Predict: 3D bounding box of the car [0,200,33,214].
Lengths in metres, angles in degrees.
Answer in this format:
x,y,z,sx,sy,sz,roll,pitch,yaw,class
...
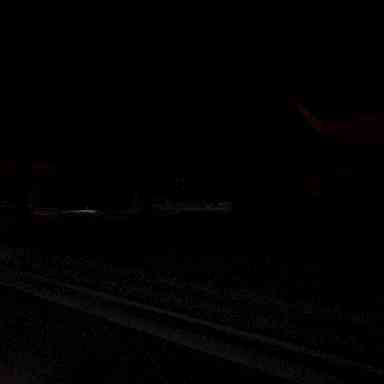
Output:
x,y,z,sx,sy,sz,roll,pitch,yaw,class
-17.750,1.526,32.082,1.812,1.442,4.674,0,0,34,car

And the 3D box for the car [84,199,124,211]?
x,y,z,sx,sy,sz,roll,pitch,yaw,class
-11.009,1.547,42.099,2.033,1.411,5.357,0,0,34,car

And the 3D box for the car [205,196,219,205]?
x,y,z,sx,sy,sz,roll,pitch,yaw,class
3.486,1.505,58.535,1.837,1.490,4.892,0,0,14,car
